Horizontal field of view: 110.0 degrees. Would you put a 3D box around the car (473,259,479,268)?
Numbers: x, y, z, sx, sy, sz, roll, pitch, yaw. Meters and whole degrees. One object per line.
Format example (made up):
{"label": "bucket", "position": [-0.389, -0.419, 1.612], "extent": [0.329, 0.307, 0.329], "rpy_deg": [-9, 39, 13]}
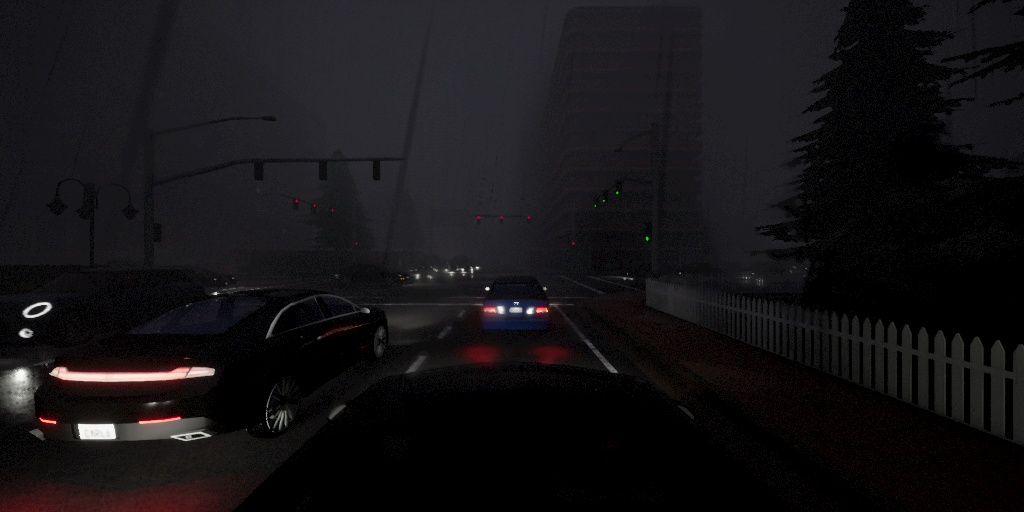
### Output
{"label": "car", "position": [-7.025, 1.255, 58.952], "extent": [1.837, 1.490, 4.892], "rpy_deg": [0, 0, 0]}

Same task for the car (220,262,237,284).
{"label": "car", "position": [-19.621, 1.242, 21.324], "extent": [5.357, 1.411, 2.033], "rpy_deg": [0, 0, 0]}

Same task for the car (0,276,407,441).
{"label": "car", "position": [-3.427, 1.242, 5.397], "extent": [2.128, 1.511, 4.902], "rpy_deg": [0, 0, 0]}

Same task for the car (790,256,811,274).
{"label": "car", "position": [32.359, 0.916, 40.589], "extent": [2.150, 2.045, 5.566], "rpy_deg": [0, 0, 43]}

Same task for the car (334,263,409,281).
{"label": "car", "position": [-9.694, 1.243, 24.915], "extent": [4.892, 1.490, 1.837], "rpy_deg": [0, 0, 0]}

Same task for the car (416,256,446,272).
{"label": "car", "position": [-10.529, 0.971, 45.981], "extent": [2.150, 2.045, 5.566], "rpy_deg": [0, 0, 2]}

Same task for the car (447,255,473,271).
{"label": "car", "position": [-7.057, 0.971, 49.141], "extent": [2.150, 2.045, 5.566], "rpy_deg": [0, 0, 0]}

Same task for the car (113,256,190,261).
{"label": "car", "position": [-25.725, 1.046, 24.811], "extent": [4.553, 1.767, 2.097], "rpy_deg": [0, 0, 0]}

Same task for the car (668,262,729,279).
{"label": "car", "position": [15.889, 1.259, 30.586], "extent": [4.181, 1.385, 1.994], "rpy_deg": [0, 0, -20]}

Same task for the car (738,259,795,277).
{"label": "car", "position": [24.369, 1.242, 34.262], "extent": [5.357, 1.411, 2.033], "rpy_deg": [0, 0, -31]}

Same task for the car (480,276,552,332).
{"label": "car", "position": [0.122, 1.297, 10.809], "extent": [2.033, 1.411, 5.357], "rpy_deg": [0, 0, 1]}

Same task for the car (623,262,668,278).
{"label": "car", "position": [13.155, 1.242, 33.411], "extent": [5.357, 1.411, 2.033], "rpy_deg": [0, 0, -13]}

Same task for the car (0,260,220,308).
{"label": "car", "position": [-10.509, 1.102, 9.223], "extent": [2.097, 1.767, 4.553], "rpy_deg": [0, 0, 0]}

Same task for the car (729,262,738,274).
{"label": "car", "position": [22.056, 1.295, 36.974], "extent": [4.718, 1.301, 1.895], "rpy_deg": [0, 0, -30]}
